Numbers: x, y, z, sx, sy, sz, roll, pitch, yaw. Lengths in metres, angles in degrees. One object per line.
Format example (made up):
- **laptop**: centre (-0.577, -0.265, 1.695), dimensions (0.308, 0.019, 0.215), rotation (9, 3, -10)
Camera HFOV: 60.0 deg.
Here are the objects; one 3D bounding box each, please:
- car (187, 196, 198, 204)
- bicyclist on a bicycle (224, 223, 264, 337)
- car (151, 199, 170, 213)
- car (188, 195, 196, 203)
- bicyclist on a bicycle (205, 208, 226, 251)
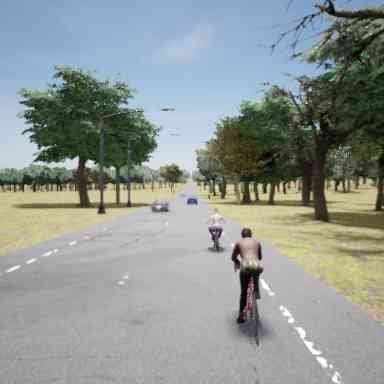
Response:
- **car**: centre (0.067, 1.563, 65.028), dimensions (1.882, 1.535, 5.008), rotation (0, 0, 0)
- **bicyclist on a bicycle**: centre (0.960, 1.458, 5.706), dimensions (0.582, 1.620, 1.656), rotation (0, 0, 0)
- **car**: centre (-3.617, 1.546, 38.456), dimensions (2.128, 1.511, 4.902), rotation (0, 0, 0)
- **car**: centre (-0.037, 1.544, 75.805), dimensions (1.882, 1.535, 5.008), rotation (0, 0, 0)
- **bicyclist on a bicycle**: centre (0.955, 1.449, 13.179), dimensions (0.866, 1.612, 1.509), rotation (0, 0, 0)
